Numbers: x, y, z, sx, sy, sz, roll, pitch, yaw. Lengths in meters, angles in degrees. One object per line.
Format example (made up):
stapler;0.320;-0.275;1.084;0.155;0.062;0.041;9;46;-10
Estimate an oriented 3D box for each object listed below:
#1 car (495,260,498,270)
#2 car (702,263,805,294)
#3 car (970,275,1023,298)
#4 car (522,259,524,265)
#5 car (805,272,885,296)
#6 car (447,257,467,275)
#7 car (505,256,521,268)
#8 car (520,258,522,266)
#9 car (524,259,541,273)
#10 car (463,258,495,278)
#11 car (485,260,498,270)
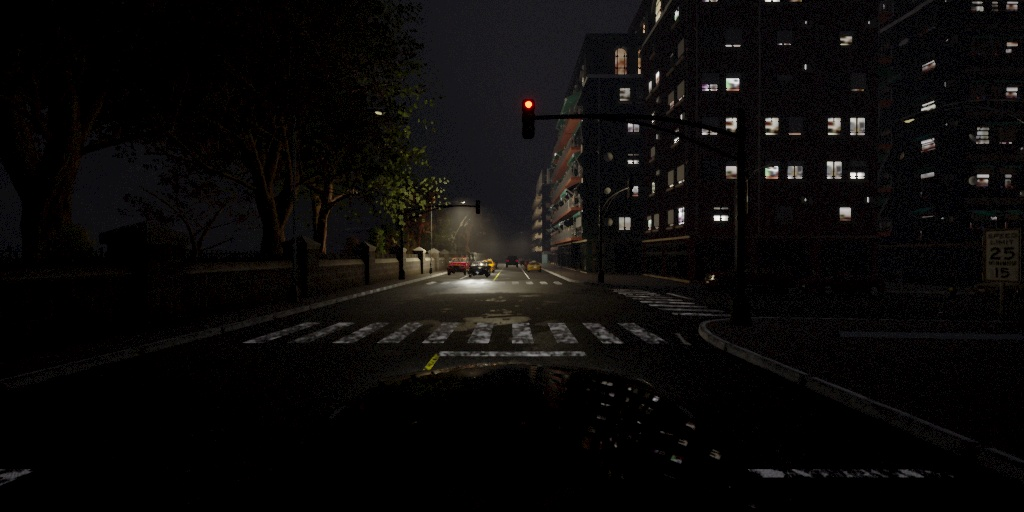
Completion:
car;-3.074;1.235;44.219;1.882;1.535;5.008;0;0;0
car;14.607;1.338;22.186;5.009;1.841;2.192;0;0;0
car;31.523;1.857;22.233;4.829;1.417;1.751;0;0;0
car;2.709;1.306;49.846;1.888;1.381;4.507;0;0;0
car;20.302;1.671;22.202;4.507;1.381;1.888;0;0;0
car;-5.675;1.069;38.778;2.192;1.841;5.009;0;0;0
car;0.025;0.993;63.707;2.150;2.045;5.566;0;0;0
car;2.711;1.316;55.382;2.007;1.370;4.403;0;0;0
car;2.707;1.283;44.481;1.751;1.417;4.829;0;0;0
car;-3.074;1.245;34.718;2.128;1.511;4.902;0;0;0
car;-3.068;1.290;54.398;1.812;1.442;4.674;0;0;0
